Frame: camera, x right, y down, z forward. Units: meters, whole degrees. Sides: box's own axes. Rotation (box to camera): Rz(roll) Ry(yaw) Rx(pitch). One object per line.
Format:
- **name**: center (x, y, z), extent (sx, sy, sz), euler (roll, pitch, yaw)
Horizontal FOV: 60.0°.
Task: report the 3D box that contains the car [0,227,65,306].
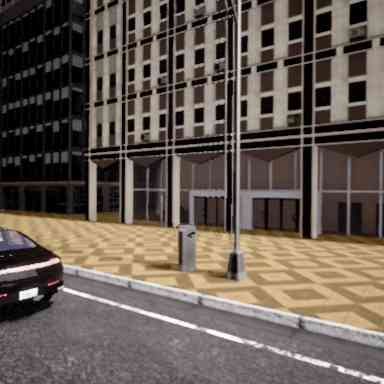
- **car**: center (-4.689, 1.486, 6.983), extent (4.902, 1.511, 2.128), euler (0, 0, 36)
